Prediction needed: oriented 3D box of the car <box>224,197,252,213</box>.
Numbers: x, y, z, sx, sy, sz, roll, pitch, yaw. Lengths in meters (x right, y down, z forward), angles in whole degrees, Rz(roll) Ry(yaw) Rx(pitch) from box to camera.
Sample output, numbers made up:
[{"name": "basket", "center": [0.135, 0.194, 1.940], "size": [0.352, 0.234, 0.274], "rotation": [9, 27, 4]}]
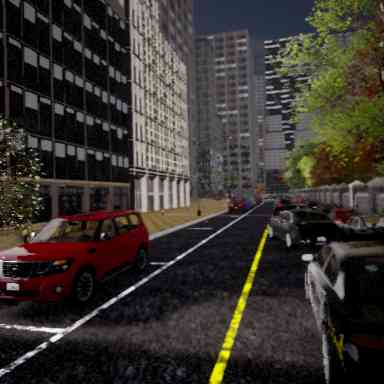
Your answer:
[{"name": "car", "center": [5.717, 1.494, 40.862], "size": [2.192, 1.841, 5.009], "rotation": [-2, 0, 15]}]

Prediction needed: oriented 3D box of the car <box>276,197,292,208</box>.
[{"name": "car", "center": [13.420, 1.561, 48.663], "size": [2.033, 1.411, 5.357], "rotation": [-2, 0, 15]}]

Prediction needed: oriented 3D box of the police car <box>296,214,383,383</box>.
[{"name": "police car", "center": [2.807, 1.387, 5.059], "size": [1.930, 1.638, 5.238], "rotation": [-2, -1, 15]}]

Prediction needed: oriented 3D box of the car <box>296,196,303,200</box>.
[{"name": "car", "center": [14.868, 1.515, 44.092], "size": [1.802, 1.307, 4.206], "rotation": [-2, 0, 15]}]

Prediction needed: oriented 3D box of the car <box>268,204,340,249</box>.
[{"name": "car", "center": [4.676, 1.492, 14.520], "size": [1.837, 1.490, 4.892], "rotation": [-2, -1, 0]}]

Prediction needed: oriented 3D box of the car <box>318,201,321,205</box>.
[{"name": "car", "center": [9.226, 1.487, 22.622], "size": [1.947, 1.339, 4.313], "rotation": [-2, -1, 15]}]

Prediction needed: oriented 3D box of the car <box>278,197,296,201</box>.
[{"name": "car", "center": [10.894, 1.535, 39.005], "size": [1.812, 1.442, 4.674], "rotation": [-2, 0, 15]}]

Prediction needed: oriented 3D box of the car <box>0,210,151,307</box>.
[{"name": "car", "center": [-2.733, 1.472, 8.705], "size": [2.192, 1.841, 5.009], "rotation": [-2, -1, 15]}]

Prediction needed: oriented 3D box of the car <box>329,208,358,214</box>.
[{"name": "car", "center": [6.406, 1.464, 11.887], "size": [2.008, 1.369, 4.403], "rotation": [-2, -1, 15]}]

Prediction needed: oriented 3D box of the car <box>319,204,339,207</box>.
[{"name": "car", "center": [7.817, 1.499, 17.254], "size": [1.802, 1.307, 4.206], "rotation": [-2, -1, 15]}]

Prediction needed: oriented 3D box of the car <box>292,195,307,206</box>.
[{"name": "car", "center": [17.683, 1.377, 54.829], "size": [1.967, 1.590, 4.097], "rotation": [-2, 0, 15]}]

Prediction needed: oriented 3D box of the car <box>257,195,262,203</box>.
[{"name": "car", "center": [14.304, 1.499, 72.979], "size": [2.192, 1.841, 5.009], "rotation": [-2, 0, 15]}]

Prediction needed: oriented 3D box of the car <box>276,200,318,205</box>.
[{"name": "car", "center": [6.290, 1.499, 20.913], "size": [1.837, 1.490, 4.892], "rotation": [-2, -1, 32]}]

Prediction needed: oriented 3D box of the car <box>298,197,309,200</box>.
[{"name": "car", "center": [12.047, 1.494, 33.357], "size": [1.947, 1.339, 4.313], "rotation": [-2, 0, 15]}]

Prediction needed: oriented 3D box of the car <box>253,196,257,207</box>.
[{"name": "car", "center": [8.541, 1.764, 51.578], "size": [1.802, 1.307, 4.206], "rotation": [-2, 0, 15]}]

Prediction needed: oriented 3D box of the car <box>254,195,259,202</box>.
[{"name": "car", "center": [9.904, 1.709, 56.772], "size": [1.752, 1.417, 4.829], "rotation": [-2, 0, 15]}]
